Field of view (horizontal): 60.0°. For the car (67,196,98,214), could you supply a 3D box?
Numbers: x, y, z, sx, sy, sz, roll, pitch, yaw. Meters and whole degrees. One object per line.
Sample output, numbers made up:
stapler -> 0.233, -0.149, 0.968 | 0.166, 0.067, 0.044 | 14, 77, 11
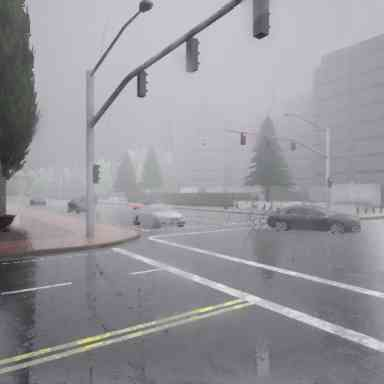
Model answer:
car -> -11.601, 1.491, 34.816 | 2.128, 1.511, 4.902 | 0, 0, -36

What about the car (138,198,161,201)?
car -> -3.503, 1.352, 29.544 | 2.097, 1.767, 4.553 | 0, 0, -36

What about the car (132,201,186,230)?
car -> -2.246, 1.526, 21.601 | 1.812, 1.442, 4.674 | 0, 0, -34

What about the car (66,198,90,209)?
car -> -16.298, 1.601, 47.390 | 1.895, 1.301, 4.718 | 0, 0, -35

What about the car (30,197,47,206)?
car -> -24.606, 1.509, 53.085 | 1.837, 1.490, 4.892 | 0, 0, -35

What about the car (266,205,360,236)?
car -> 6.592, 1.507, 18.423 | 4.892, 1.490, 1.837 | -1, 1, 31

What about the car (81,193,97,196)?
car -> -20.389, 1.221, 65.395 | 2.150, 2.045, 5.566 | 0, 0, -36
